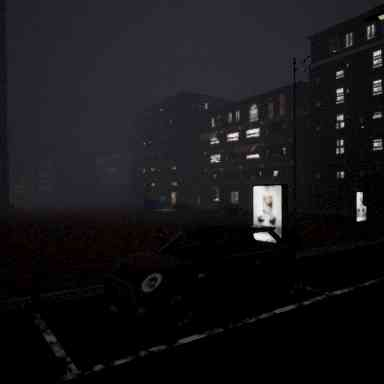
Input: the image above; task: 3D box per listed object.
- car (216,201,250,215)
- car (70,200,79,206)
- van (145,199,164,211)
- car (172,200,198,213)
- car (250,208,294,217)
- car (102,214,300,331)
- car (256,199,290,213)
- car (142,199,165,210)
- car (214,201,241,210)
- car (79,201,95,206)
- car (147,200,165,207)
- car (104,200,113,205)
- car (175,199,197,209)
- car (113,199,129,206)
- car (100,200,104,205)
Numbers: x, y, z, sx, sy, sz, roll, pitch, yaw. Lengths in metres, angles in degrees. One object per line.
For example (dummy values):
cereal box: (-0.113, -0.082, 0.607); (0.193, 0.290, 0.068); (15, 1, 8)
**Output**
car: (5.082, 1.967, 37.554); (2.008, 1.369, 4.403); (-2, 0, -36)
car: (-30.746, 2.860, 87.247); (1.887, 1.381, 4.507); (-2, 0, -36)
van: (-5.920, 2.033, 52.913); (1.690, 1.788, 3.998); (-2, 0, -36)
car: (-0.999, 2.113, 46.028); (1.887, 1.381, 4.507); (-2, 0, -36)
car: (8.349, 1.886, 33.044); (2.008, 1.369, 4.403); (-2, 0, -36)
car: (0.294, 1.438, 6.779); (4.097, 1.590, 1.967); (0, 0, -35)
car: (10.764, 1.823, 44.433); (1.967, 1.590, 4.097); (-2, 0, -36)
car: (-6.888, 2.156, 58.906); (2.097, 1.767, 4.553); (-1, -1, -36)
car: (5.505, 2.095, 51.614); (1.802, 1.307, 4.206); (-2, 0, -36)
car: (-24.212, 2.702, 78.226); (2.008, 1.369, 4.403); (-2, 0, -36)
car: (-7.625, 2.423, 69.609); (1.802, 1.307, 4.206); (-2, 0, -36)
car: (-20.691, 2.735, 87.651); (1.947, 1.339, 4.313); (-2, 0, -36)
car: (-1.092, 2.118, 60.591); (1.967, 1.590, 4.097); (-2, 0, -36)
car: (-17.428, 2.527, 83.141); (1.967, 1.590, 4.097); (-2, 0, -36)
car: (-23.958, 2.796, 92.162); (1.887, 1.381, 4.507); (-2, 0, -36)
